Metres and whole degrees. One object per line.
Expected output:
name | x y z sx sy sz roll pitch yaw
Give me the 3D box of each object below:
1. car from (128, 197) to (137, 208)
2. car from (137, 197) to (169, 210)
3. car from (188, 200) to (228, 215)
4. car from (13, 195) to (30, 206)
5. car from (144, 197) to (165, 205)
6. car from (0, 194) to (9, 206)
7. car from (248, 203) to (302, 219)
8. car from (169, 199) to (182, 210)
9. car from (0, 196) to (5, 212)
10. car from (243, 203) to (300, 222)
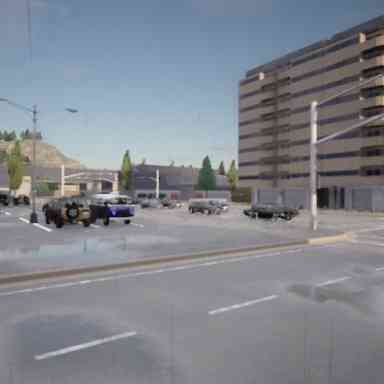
car | -10.072 1.832 65.958 2.128 1.511 4.902 1 0 -35
car | -5.658 1.798 47.316 1.812 1.442 4.674 1 0 -35
car | 1.479 1.776 37.231 1.837 1.490 4.892 1 0 -35
car | -28.060 1.294 54.770 1.932 1.855 4.605 1 0 -35
car | -7.758 1.866 68.746 2.128 1.511 4.902 1 0 -35
car | -30.458 1.269 53.149 1.905 1.878 3.866 1 0 -35
car | 8.277 1.852 33.694 2.033 1.411 5.357 1 0 -35
car | -3.293 1.797 50.038 2.128 1.511 4.902 1 0 -35
car | -22.617 1.481 37.307 1.970 1.475 3.806 1 0 -35
car | 6.868 1.872 29.631 1.895 1.301 4.718 1 0 -35
